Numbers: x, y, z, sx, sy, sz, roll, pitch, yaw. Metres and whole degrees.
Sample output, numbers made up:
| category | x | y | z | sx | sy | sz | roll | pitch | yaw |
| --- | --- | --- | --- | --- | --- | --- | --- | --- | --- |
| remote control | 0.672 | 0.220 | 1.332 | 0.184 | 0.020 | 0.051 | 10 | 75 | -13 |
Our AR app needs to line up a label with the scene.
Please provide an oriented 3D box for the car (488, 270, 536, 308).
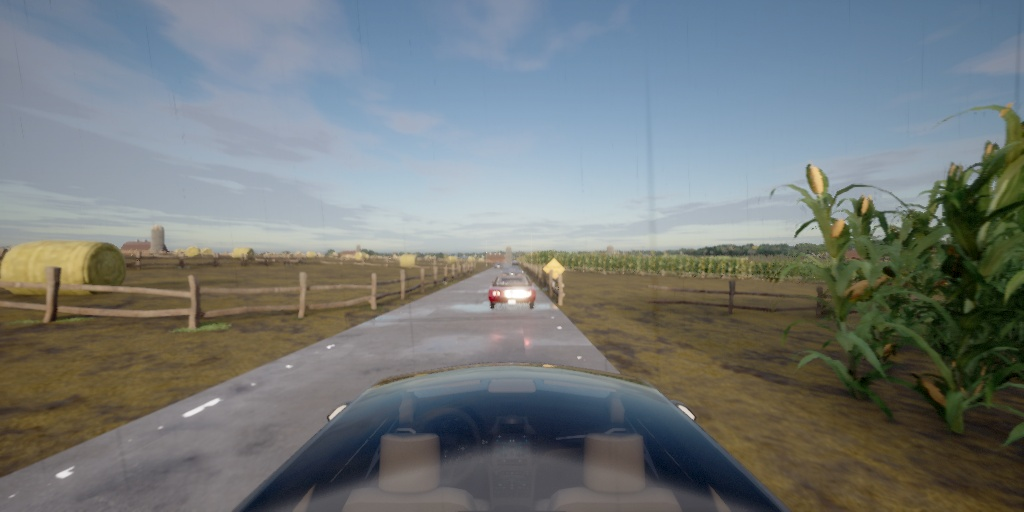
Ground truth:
| category | x | y | z | sx | sy | sz | roll | pitch | yaw |
| --- | --- | --- | --- | --- | --- | --- | --- | --- | --- |
| car | 0.007 | 1.491 | 15.947 | 1.895 | 1.301 | 4.718 | 0 | -1 | 0 |

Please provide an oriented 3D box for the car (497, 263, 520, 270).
| category | x | y | z | sx | sy | sz | roll | pitch | yaw |
| --- | --- | --- | --- | --- | --- | --- | --- | --- | --- |
| car | 0.012 | 1.599 | 30.835 | 2.033 | 1.411 | 5.357 | 0 | -1 | 0 |

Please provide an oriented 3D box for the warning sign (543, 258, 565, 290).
| category | x | y | z | sx | sy | sz | roll | pitch | yaw |
| --- | --- | --- | --- | --- | --- | --- | --- | --- | --- |
| warning sign | 2.457 | 1.062 | 21.227 | 1.300 | 1.860 | 1.060 | 0 | 0 | 0 |
